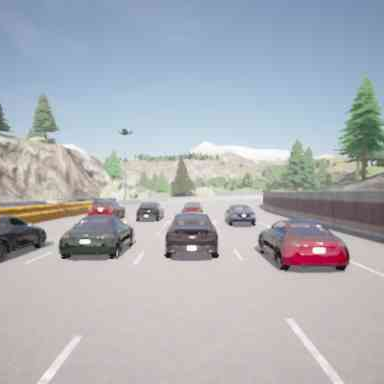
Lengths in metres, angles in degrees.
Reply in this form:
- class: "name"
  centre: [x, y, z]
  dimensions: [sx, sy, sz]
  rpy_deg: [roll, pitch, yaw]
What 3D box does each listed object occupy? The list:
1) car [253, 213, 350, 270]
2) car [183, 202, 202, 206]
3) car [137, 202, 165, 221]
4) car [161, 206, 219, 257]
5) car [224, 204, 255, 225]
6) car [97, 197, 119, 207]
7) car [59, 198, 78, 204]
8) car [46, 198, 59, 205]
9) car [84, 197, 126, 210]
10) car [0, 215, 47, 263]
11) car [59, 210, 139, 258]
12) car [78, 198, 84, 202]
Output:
- class: "car"
  centre: [3.494, 1.586, 11.111]
  dimensions: [1.994, 1.385, 4.181]
  rpy_deg: [0, 0, 0]
- class: "car"
  centre: [0.099, 1.592, 28.992]
  dimensions: [1.812, 1.442, 4.674]
  rpy_deg: [0, 0, 2]
- class: "car"
  centre: [-3.440, 1.573, 28.017]
  dimensions: [1.837, 1.490, 4.892]
  rpy_deg: [0, 0, 2]
- class: "car"
  centre: [-0.007, 1.537, 13.070]
  dimensions: [1.837, 1.490, 4.892]
  rpy_deg: [0, 0, 0]
- class: "car"
  centre: [3.449, 1.601, 24.287]
  dimensions: [2.033, 1.411, 5.357]
  rpy_deg: [0, 0, 1]
- class: "car"
  centre: [-14.185, 1.664, 56.503]
  dimensions: [1.812, 1.442, 4.674]
  rpy_deg: [0, 0, 12]
- class: "car"
  centre: [-20.695, 1.696, 59.368]
  dimensions: [2.033, 1.411, 5.357]
  rpy_deg: [0, 0, 13]
- class: "car"
  centre: [-24.170, 1.753, 59.888]
  dimensions: [1.895, 1.301, 4.718]
  rpy_deg: [0, 0, 13]
- class: "car"
  centre: [-6.950, 1.419, 27.628]
  dimensions: [2.097, 1.767, 4.553]
  rpy_deg: [0, 0, 2]
- class: "car"
  centre: [-7.006, 1.559, 12.031]
  dimensions: [1.812, 1.442, 4.674]
  rpy_deg: [0, -1, 0]
- class: "car"
  centre: [-3.505, 1.596, 12.891]
  dimensions: [1.994, 1.385, 4.181]
  rpy_deg: [0, 0, 0]
- class: "car"
  centre: [-17.293, 1.637, 58.522]
  dimensions: [2.128, 1.511, 4.902]
  rpy_deg: [0, 0, 13]
